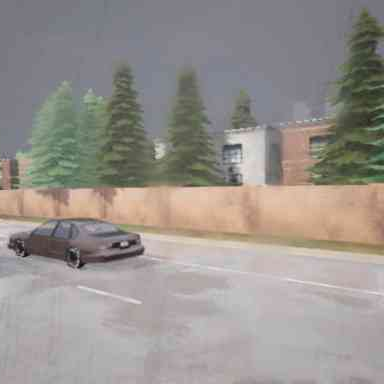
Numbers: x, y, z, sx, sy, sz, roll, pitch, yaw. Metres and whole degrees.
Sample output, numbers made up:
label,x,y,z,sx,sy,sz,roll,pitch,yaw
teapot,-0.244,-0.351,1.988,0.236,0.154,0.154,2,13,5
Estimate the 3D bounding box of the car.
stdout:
label,x,y,z,sx,sy,sz,roll,pitch,yaw
car,-4.029,1.571,11.160,5.357,1.411,2.033,0,0,35
